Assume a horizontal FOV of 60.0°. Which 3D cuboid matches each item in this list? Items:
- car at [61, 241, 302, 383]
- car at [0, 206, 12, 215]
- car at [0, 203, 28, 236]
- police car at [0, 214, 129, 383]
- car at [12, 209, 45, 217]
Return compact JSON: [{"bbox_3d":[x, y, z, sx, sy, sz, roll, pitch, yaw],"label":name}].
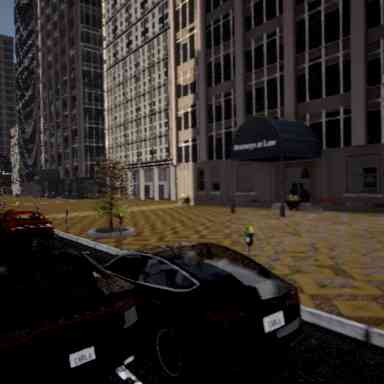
[{"bbox_3d":[-0.365,1.470,5.321,1.947,1.339,4.313,-3,2,-38],"label":"car"},{"bbox_3d":[-8.872,1.207,13.003,2.150,2.045,5.566,-3,2,-38],"label":"car"},{"bbox_3d":[-10.829,1.466,18.843,1.752,1.417,4.829,-3,2,-38],"label":"car"},{"bbox_3d":[-2.823,1.398,5.098,1.930,1.638,5.238,-2,1,-43],"label":"police car"},{"bbox_3d":[-7.271,1.473,14.246,1.887,1.381,4.507,-3,2,-38],"label":"car"}]
